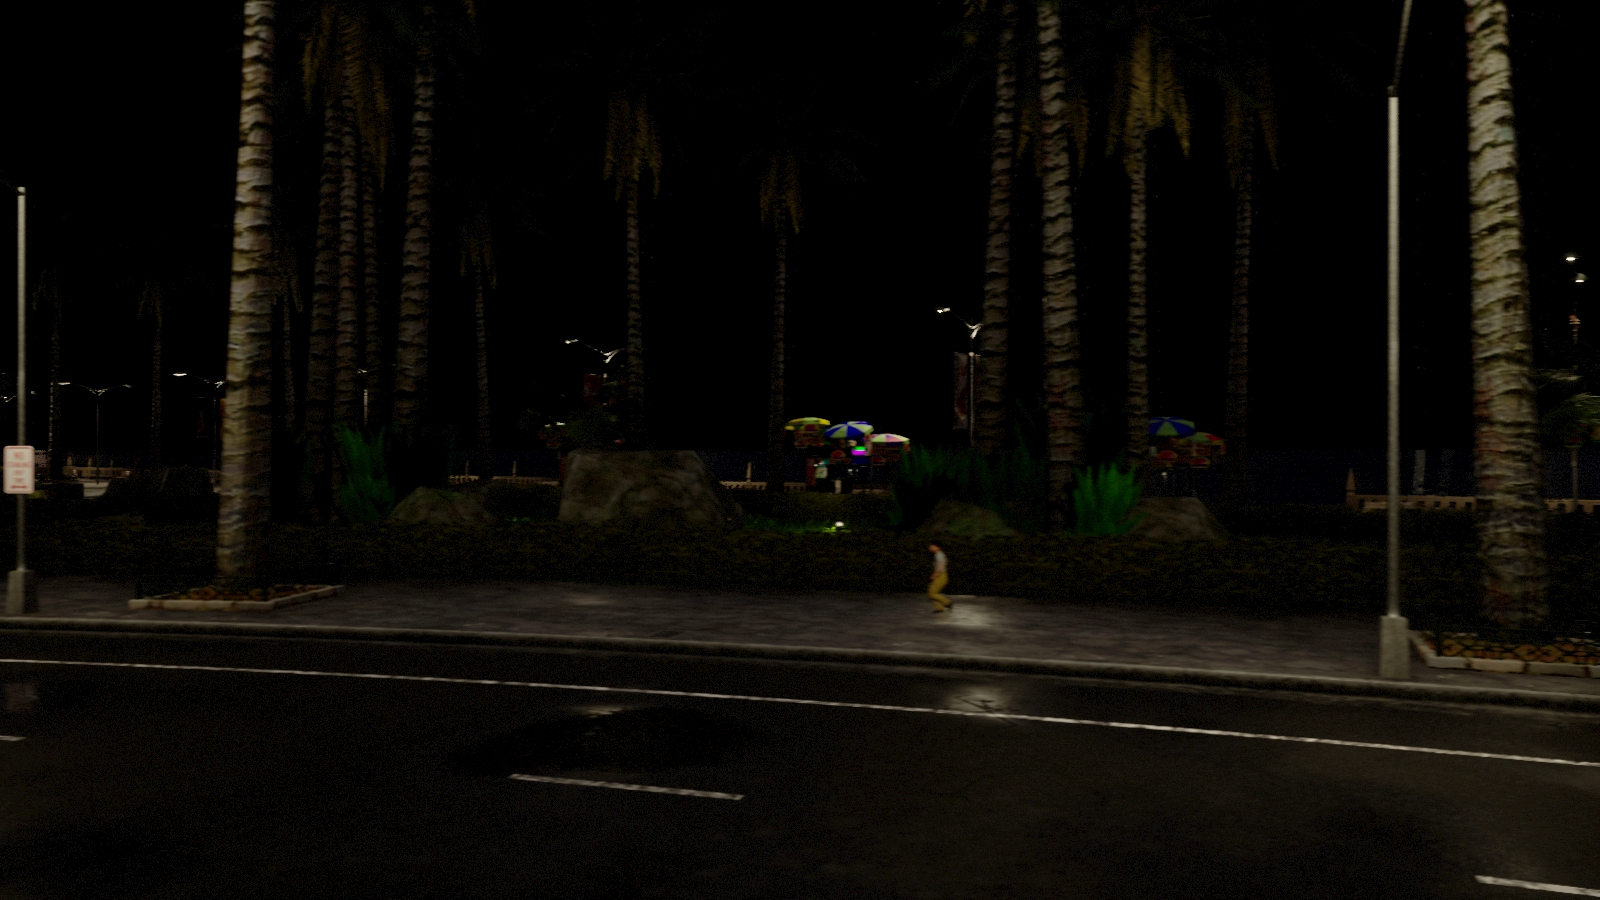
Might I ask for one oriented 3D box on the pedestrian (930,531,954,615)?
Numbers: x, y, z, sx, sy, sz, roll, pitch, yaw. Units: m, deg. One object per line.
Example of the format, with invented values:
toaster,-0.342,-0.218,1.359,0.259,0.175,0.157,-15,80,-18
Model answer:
pedestrian,2.284,1.974,18.389,0.375,1.300,0.375,0,0,5
